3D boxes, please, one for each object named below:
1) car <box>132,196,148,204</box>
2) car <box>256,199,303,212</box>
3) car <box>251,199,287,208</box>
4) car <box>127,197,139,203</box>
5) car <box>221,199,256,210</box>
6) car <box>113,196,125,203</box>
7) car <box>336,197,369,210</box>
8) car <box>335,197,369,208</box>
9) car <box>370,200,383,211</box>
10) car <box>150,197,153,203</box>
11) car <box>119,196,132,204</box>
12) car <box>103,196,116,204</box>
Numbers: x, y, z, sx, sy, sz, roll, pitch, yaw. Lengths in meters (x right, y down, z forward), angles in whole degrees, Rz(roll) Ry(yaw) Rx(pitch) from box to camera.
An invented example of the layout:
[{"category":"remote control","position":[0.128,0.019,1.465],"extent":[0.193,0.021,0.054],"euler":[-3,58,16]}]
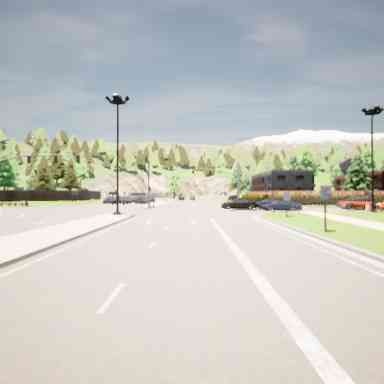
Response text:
[{"category":"car","position":[-11.433,1.786,74.483],"extent":[2.097,1.767,4.553],"euler":[0,0,0]},{"category":"car","position":[11.472,1.797,43.153],"extent":[5.357,1.411,2.033],"euler":[0,0,-1]},{"category":"car","position":[12.460,1.859,53.828],"extent":[5.357,1.411,2.033],"euler":[0,0,2]},{"category":"car","position":[-14.924,2.030,84.798],"extent":[2.033,1.411,5.357],"euler":[0,0,0]},{"category":"car","position":[6.627,1.747,46.608],"extent":[5.008,1.535,1.882],"euler":[0,0,-1]},{"category":"car","position":[-18.425,1.843,84.391],"extent":[2.097,1.767,4.553],"euler":[0,0,0]},{"category":"car","position":[22.989,1.623,46.762],"extent":[4.553,1.767,2.097],"euler":[0,0,-1]},{"category":"car","position":[25.861,1.664,53.776],"extent":[4.553,1.767,2.097],"euler":[0,0,0]},{"category":"car","position":[26.262,1.602,43.293],"extent":[4.553,1.767,2.097],"euler":[0,0,-1]},{"category":"car","position":[-11.426,2.077,83.308],"extent":[1.895,1.301,4.718],"euler":[0,0,0]},{"category":"car","position":[-14.933,1.972,74.772],"extent":[2.033,1.411,5.357],"euler":[0,0,0]},{"category":"car","position":[-18.433,1.786,74.574],"extent":[2.097,1.767,4.553],"euler":[0,0,0]}]
